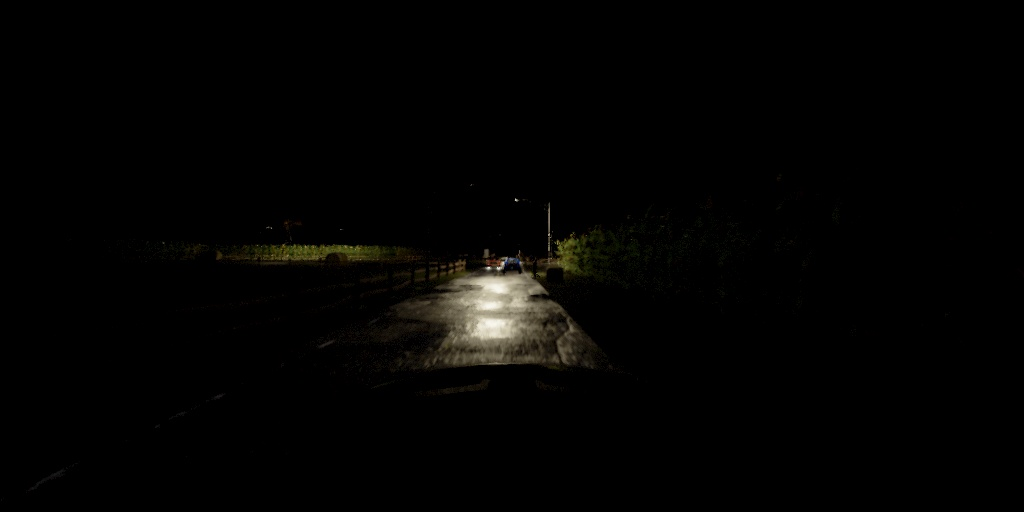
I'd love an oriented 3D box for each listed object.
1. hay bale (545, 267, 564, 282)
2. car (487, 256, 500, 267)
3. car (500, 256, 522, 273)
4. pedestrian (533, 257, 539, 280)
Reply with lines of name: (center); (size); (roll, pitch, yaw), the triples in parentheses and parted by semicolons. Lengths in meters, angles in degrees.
hay bale: (3.122, 1.277, 26.414); (1.220, 1.180, 1.240); (0, 0, 0)
car: (-2.794, 0.823, 56.104); (2.097, 1.767, 4.553); (0, 0, 1)
car: (0.039, 1.036, 38.603); (1.882, 1.535, 5.008); (0, 0, 1)
pedestrian: (1.754, 0.911, 27.450); (0.375, 1.860, 0.375); (0, 0, -3)
